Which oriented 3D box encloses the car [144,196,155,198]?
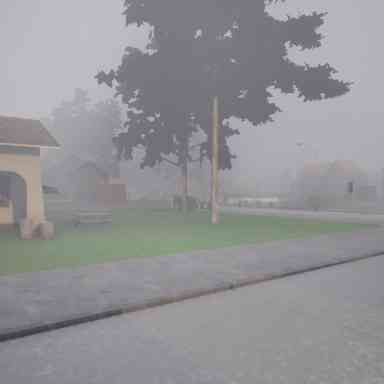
[{"bbox_3d":[-8.966,1.526,69.253,1.812,1.442,4.674,0,0,-36],"label":"car"}]
